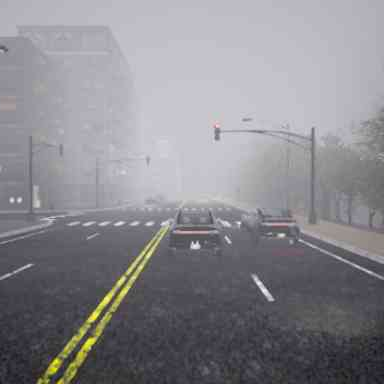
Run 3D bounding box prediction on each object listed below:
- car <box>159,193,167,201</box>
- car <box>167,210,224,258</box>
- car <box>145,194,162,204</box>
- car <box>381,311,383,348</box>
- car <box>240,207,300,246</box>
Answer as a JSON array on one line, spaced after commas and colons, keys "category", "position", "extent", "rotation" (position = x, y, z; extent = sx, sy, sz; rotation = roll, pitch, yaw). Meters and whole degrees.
[{"category": "car", "position": [-6.478, 1.048, 70.200], "extent": [2.097, 1.767, 4.553], "rotation": [0, 0, 0]}, {"category": "car", "position": [0.105, 1.431, 12.522], "extent": [2.128, 1.511, 4.902], "rotation": [0, 0, 0]}, {"category": "car", "position": [-6.542, 1.354, 55.005], "extent": [1.895, 1.301, 4.718], "rotation": [0, 0, 1]}, {"category": "car", "position": [3.347, 1.494, 2.331], "extent": [1.837, 1.490, 4.892], "rotation": [0, 1, 0]}, {"category": "car", "position": [3.357, 1.420, 15.004], "extent": [2.128, 1.511, 4.902], "rotation": [0, 0, -1]}]
